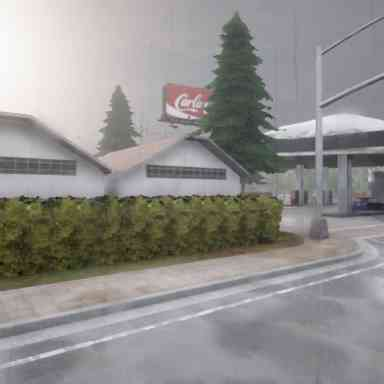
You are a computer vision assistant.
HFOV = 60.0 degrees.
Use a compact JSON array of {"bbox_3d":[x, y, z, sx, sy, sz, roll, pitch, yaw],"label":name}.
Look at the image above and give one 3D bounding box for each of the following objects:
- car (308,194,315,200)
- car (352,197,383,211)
[{"bbox_3d":[31.815,1.295,88.879,2.152,1.636,5.027,0,0,-36],"label":"car"},{"bbox_3d":[20.814,1.462,39.371,4.611,1.667,2.242,0,0,-36],"label":"car"}]
